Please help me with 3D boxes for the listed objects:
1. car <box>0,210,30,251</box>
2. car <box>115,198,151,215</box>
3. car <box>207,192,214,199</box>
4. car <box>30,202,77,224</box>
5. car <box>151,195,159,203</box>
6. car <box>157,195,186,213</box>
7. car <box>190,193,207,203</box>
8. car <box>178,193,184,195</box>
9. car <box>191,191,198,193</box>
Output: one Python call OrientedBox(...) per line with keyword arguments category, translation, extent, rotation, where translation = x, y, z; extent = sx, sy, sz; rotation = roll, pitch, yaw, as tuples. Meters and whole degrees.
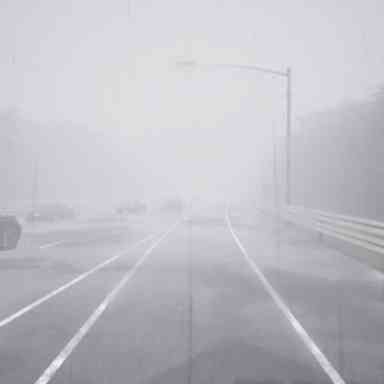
OrientedBox(category="car", translation=(-7.924, 1.155, 10.609), extent=(2.150, 2.045, 5.566), rotation=(0, 0, 6))
OrientedBox(category="car", translation=(-5.614, 1.446, 31.443), extent=(1.895, 1.301, 4.718), rotation=(0, 0, 6))
OrientedBox(category="car", translation=(4.183, 1.114, 87.719), extent=(1.837, 1.490, 4.892), rotation=(0, 0, 7))
OrientedBox(category="car", translation=(-9.979, 1.430, 23.858), extent=(1.994, 1.385, 4.181), rotation=(0, 0, 6))
OrientedBox(category="car", translation=(-6.112, 1.239, 58.640), extent=(1.812, 1.442, 4.674), rotation=(1, 0, 6))
OrientedBox(category="car", translation=(-1.804, 1.337, 34.032), extent=(2.128, 1.511, 4.902), rotation=(0, 0, 6))
OrientedBox(category="car", translation=(1.172, 1.293, 60.841), extent=(1.994, 1.385, 4.181), rotation=(0, 0, 6))
OrientedBox(category="car", translation=(-3.079, 1.294, 54.275), extent=(2.033, 1.411, 5.357), rotation=(0, 0, 6))
OrientedBox(category="car", translation=(0.707, 0.827, 88.114), extent=(2.150, 2.045, 5.566), rotation=(0, 0, 7))
